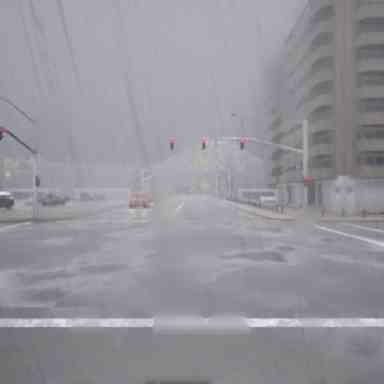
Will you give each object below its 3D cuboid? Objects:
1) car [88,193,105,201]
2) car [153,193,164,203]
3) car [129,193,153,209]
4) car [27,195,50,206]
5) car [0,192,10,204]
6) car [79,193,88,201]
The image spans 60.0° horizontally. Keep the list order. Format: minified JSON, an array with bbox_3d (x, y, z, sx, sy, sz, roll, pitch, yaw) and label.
[{"bbox_3d":[-21.111,1.115,74.930,1.932,1.855,4.605,0,0,0],"label":"car"},{"bbox_3d":[-7.057,1.175,68.049,2.150,2.045,5.566,0,0,0],"label":"car"},{"bbox_3d":[-7.136,1.197,45.620,2.150,2.045,5.566,0,0,0],"label":"car"},{"bbox_3d":[-26.758,1.366,57.533,1.970,1.475,3.806,0,0,0],"label":"car"},{"bbox_3d":[-43.629,1.118,75.009,1.905,1.878,3.866,0,0,0],"label":"car"},{"bbox_3d":[-24.005,1.118,74.993,1.905,1.878,3.866,0,0,0],"label":"car"}]
